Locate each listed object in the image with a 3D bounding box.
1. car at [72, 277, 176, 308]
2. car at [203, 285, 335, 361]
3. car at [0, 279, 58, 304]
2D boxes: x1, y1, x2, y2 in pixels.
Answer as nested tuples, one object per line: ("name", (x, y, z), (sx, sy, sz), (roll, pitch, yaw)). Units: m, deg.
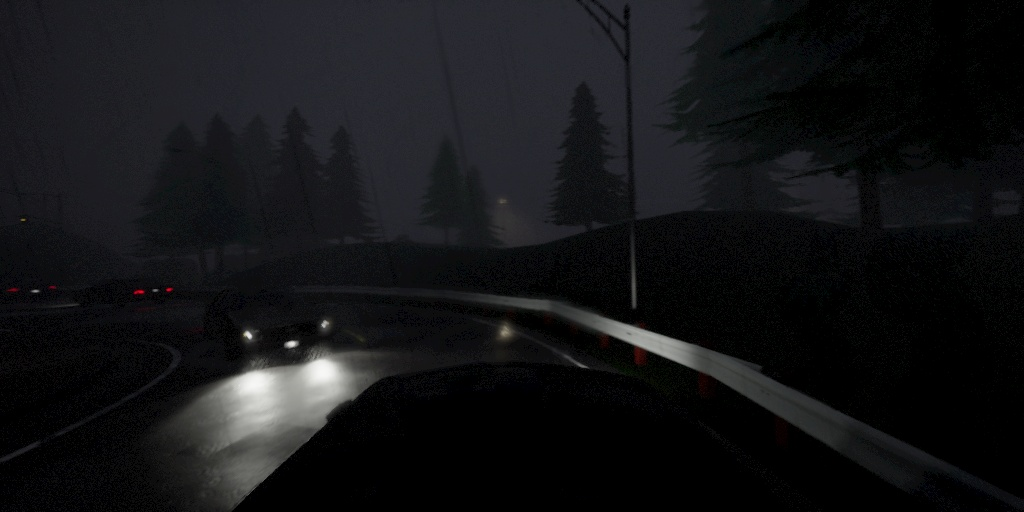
("car", (-20.039, 1.824, 18.553), (5.357, 1.411, 2.033), (-1, 0, 18))
("car", (-6.418, 1.465, 9.111), (5.357, 1.411, 2.033), (-2, 0, 43))
("car", (-30.108, 2.102, 21.875), (4.181, 1.385, 1.994), (-1, 0, 19))
